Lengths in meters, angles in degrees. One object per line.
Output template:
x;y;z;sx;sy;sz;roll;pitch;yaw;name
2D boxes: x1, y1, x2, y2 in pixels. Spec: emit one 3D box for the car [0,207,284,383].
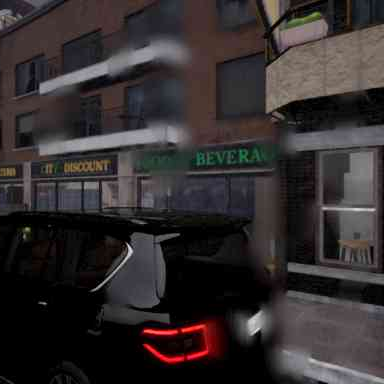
-1.631;1.225;4.423;5.566;2.045;2.150;0;0;36;car
